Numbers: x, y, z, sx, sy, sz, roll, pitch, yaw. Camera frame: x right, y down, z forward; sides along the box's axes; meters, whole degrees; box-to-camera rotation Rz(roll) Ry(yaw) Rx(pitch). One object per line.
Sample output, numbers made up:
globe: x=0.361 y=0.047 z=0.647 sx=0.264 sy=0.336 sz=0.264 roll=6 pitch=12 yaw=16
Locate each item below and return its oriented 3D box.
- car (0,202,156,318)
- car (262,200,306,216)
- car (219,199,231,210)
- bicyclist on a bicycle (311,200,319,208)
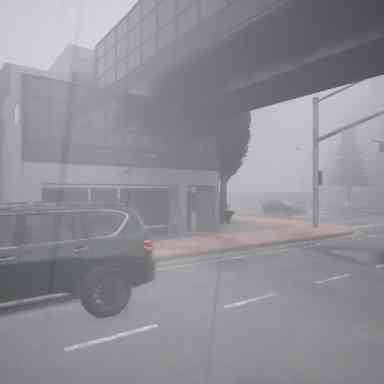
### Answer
car: x=-3.334 y=1.221 z=5.914 sx=5.566 sy=2.045 sz=2.150 roll=0 pitch=0 yaw=-35
car: x=9.066 y=1.525 z=33.307 sx=1.812 sy=1.442 sz=4.674 roll=0 pitch=0 yaw=-36
car: x=2.838 y=1.477 z=41.974 sx=1.882 sy=1.535 sz=5.008 roll=0 pitch=0 yaw=-36
bicyclist on a bicycle: x=15.798 y=1.300 z=42.754 sx=1.656 sy=1.620 sz=0.582 roll=0 pitch=0 yaw=-36
